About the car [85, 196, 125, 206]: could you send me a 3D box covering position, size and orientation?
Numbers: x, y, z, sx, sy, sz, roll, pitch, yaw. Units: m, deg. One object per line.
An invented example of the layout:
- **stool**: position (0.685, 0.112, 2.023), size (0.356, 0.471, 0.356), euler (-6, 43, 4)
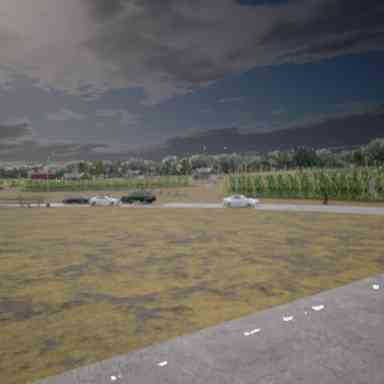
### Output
- **car**: position (-12.735, 1.249, 48.657), size (4.674, 1.442, 1.812), euler (-1, 2, 14)

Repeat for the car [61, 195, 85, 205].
- **car**: position (-18.152, 1.195, 52.403), size (4.674, 1.442, 1.812), euler (0, 2, 7)

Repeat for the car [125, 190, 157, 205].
- **car**: position (-8.101, 0.809, 50.131), size (5.566, 2.045, 2.150), euler (-1, 2, 18)

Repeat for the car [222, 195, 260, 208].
- **car**: position (5.883, 1.112, 39.984), size (4.674, 1.442, 1.812), euler (0, 2, 34)

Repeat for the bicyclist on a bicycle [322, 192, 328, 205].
- **bicyclist on a bicycle**: position (15.884, 0.769, 39.714), size (0.582, 1.620, 1.656), euler (0, 2, 43)
